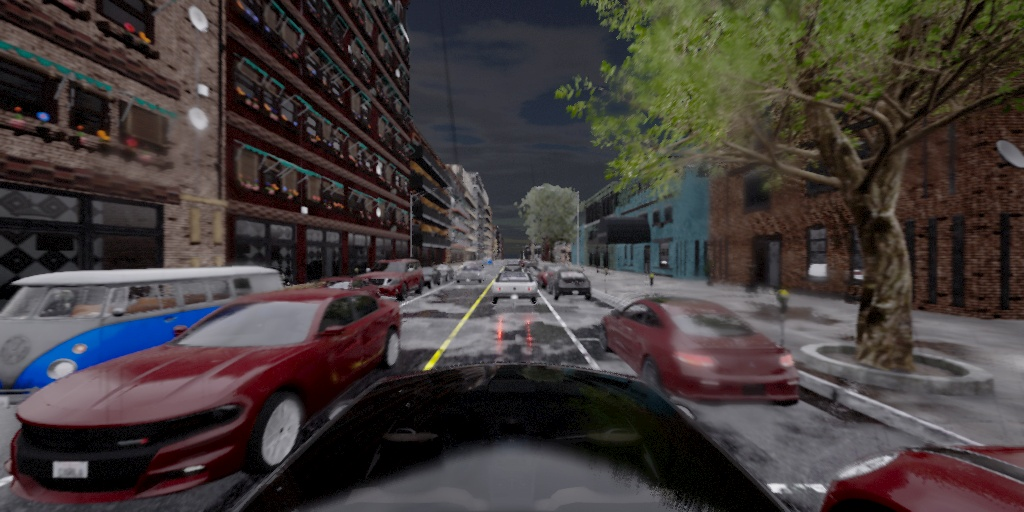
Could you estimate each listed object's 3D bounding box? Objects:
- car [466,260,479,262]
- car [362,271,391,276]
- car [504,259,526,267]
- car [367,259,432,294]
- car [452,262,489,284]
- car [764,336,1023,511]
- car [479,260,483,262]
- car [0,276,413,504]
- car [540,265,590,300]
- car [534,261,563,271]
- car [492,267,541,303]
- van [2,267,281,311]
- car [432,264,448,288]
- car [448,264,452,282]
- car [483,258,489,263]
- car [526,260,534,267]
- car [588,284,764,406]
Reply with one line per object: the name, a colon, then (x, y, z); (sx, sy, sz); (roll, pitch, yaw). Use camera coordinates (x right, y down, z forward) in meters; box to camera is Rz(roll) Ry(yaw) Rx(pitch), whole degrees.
car: (-5.678, 1.324, 45.765); (1.751, 1.417, 4.829); (0, 0, 0)
car: (-5.688, 1.337, 11.755); (1.802, 1.307, 4.207); (0, 0, 0)
car: (0.112, 1.280, 39.736); (2.128, 1.511, 4.902); (0, 0, 0)
car: (-5.686, 1.075, 17.452); (2.192, 1.841, 5.009); (0, 0, 0)
car: (-3.050, 1.372, 27.202); (1.895, 1.301, 4.718); (0, 0, 1)
car: (2.689, 1.189, 0.357); (1.967, 1.591, 4.097); (0, 0, 0)
car: (-5.675, 1.353, 51.633); (1.888, 1.381, 4.507); (0, 0, 0)
car: (-3.076, 1.229, 5.005); (1.882, 1.535, 5.008); (0, 0, 0)
car: (2.695, 1.310, 17.447); (2.007, 1.370, 4.403); (0, 0, 0)
car: (2.697, 1.205, 23.144); (1.967, 1.591, 4.097); (0, 0, 0)
car: (0.104, 1.360, 16.686); (1.895, 1.301, 4.718); (0, 0, 0)
van: (-5.690, 1.093, 6.058); (1.690, 1.789, 3.998); (0, 0, 0)
car: (-5.684, 1.332, 23.149); (1.948, 1.339, 4.313); (0, 0, 0)
car: (-5.682, 1.324, 28.845); (2.007, 1.370, 4.403); (0, 0, 0)
car: (-5.672, 1.397, 63.024); (1.948, 1.339, 4.313); (0, 0, 0)
car: (2.706, 1.358, 51.628); (2.007, 1.370, 4.403); (0, 0, 0)
car: (2.691, 1.333, 6.054); (1.802, 1.307, 4.207); (0, 0, 0)
